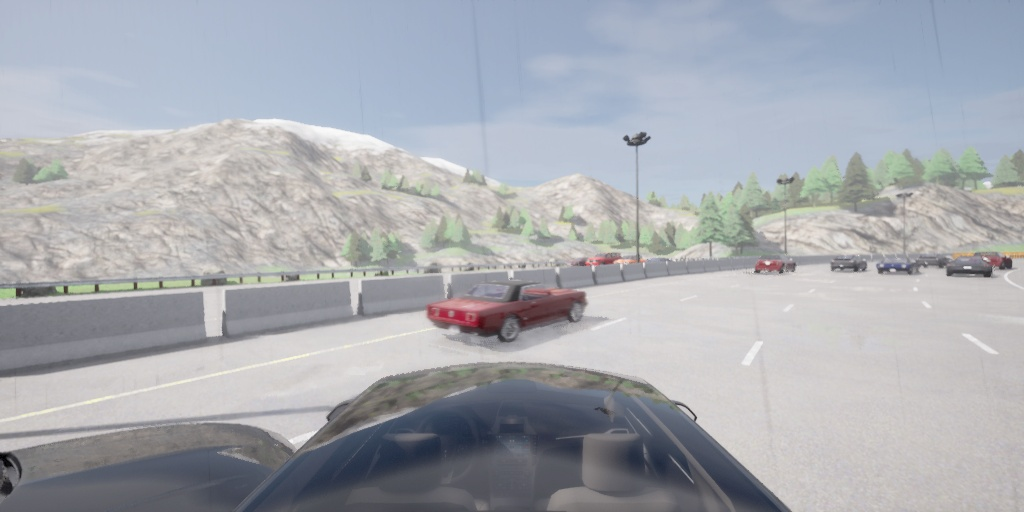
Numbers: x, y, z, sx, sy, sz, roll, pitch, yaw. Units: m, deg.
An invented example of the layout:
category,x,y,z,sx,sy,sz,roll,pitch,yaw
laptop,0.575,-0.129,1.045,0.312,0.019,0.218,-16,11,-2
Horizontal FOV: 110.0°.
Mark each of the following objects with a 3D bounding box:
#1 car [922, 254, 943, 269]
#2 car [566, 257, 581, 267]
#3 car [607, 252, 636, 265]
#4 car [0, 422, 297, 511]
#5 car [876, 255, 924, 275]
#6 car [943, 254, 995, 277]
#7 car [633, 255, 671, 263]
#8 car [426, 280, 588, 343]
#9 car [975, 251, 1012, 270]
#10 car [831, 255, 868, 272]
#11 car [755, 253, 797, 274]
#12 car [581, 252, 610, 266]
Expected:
category,x,y,z,sx,sy,sz,roll,pitch,yaw
car,43.314,0.503,36.878,4.902,1.511,2.128,-1,0,-31
car,9.137,0.887,47.549,4.674,1.442,1.812,-1,0,-38
car,13.820,0.685,42.331,4.553,1.767,2.097,-1,1,-38
car,-3.000,1.288,0.576,4.892,1.490,1.837,-1,-1,-45
car,31.475,0.802,29.169,4.718,1.301,1.895,-1,0,-35
car,33.572,0.756,26.326,4.181,1.385,1.994,-1,0,-36
car,16.145,0.870,39.707,5.357,1.411,2.033,-1,0,-38
car,0.167,1.299,9.627,1.895,1.301,4.718,0,0,41
car,45.394,0.355,34.049,4.553,1.767,2.097,-1,0,-29
car,31.371,0.665,33.357,4.902,1.511,2.128,0,0,-35
car,23.502,0.634,31.892,4.553,1.767,2.097,-1,1,-38
car,11.675,0.557,45.096,5.566,2.045,2.150,-1,0,-38
